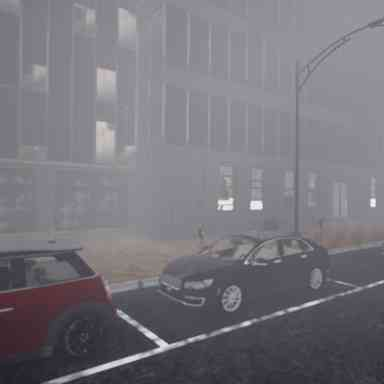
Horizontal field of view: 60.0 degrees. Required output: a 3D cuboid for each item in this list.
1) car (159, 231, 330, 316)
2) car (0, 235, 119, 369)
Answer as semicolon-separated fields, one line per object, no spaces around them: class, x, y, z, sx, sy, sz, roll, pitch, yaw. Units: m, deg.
car;1.351;1.600;7.519;4.403;1.369;2.008;1;0;-35
car;-3.157;1.438;4.302;4.097;1.590;1.967;1;0;-35
